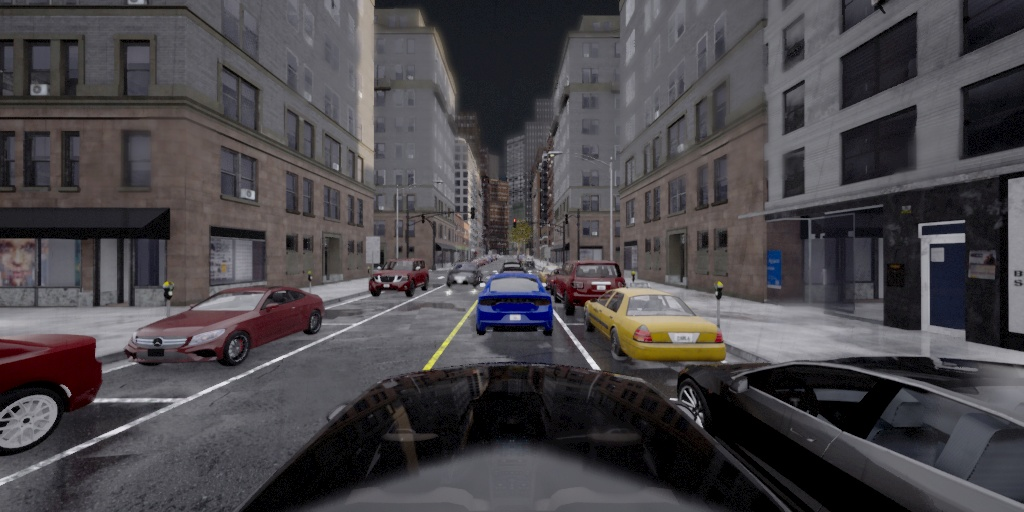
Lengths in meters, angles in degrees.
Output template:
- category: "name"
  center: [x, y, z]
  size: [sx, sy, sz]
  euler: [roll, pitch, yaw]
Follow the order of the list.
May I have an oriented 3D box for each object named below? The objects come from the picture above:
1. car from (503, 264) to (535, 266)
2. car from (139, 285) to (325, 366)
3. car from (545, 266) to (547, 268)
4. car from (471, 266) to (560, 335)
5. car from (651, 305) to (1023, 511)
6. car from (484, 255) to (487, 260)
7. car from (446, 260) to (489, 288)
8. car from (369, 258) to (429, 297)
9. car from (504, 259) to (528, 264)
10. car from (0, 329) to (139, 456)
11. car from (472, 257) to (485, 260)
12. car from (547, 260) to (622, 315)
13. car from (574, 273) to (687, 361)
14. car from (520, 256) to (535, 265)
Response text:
- category: "car"
  center: [0.077, 1.296, 18.071]
  size: [1.994, 1.385, 4.181]
  euler: [0, 0, 0]
- category: "car"
  center: [-5.769, 1.328, 7.905]
  size: [1.802, 1.307, 4.207]
  euler: [0, 0, 0]
- category: "car"
  center: [2.745, 1.312, 19.012]
  size: [1.802, 1.307, 4.207]
  euler: [0, 0, 0]
- category: "car"
  center: [0.042, 1.222, 10.495]
  size: [1.882, 1.535, 5.008]
  euler: [0, 0, -1]
- category: "car"
  center: [2.762, 1.316, 2.355]
  size: [1.948, 1.339, 4.313]
  euler: [0, 0, 0]
- category: "car"
  center: [-5.824, 0.988, 62.096]
  size: [1.967, 1.591, 4.097]
  euler: [0, 0, 0]
- category: "car"
  center: [-2.987, 1.212, 23.433]
  size: [2.128, 1.511, 4.902]
  euler: [0, 0, 1]
- category: "car"
  center: [-5.780, 1.045, 19.011]
  size: [2.192, 1.841, 5.009]
  euler: [0, 0, 0]
- category: "car"
  center: [0.022, 1.215, 26.984]
  size: [1.837, 1.490, 4.892]
  euler: [0, 0, 0]
- category: "car"
  center: [-5.763, 1.296, 2.353]
  size: [1.888, 1.381, 4.507]
  euler: [0, 0, 0]
- category: "car"
  center: [-5.818, 1.125, 56.671]
  size: [1.888, 1.381, 4.507]
  euler: [0, 0, 0]
- category: "car"
  center: [2.751, 1.055, 13.461]
  size: [2.192, 1.841, 5.009]
  euler: [0, 0, 0]
- category: "car"
  center: [2.756, 1.272, 8.077]
  size: [1.751, 1.417, 4.829]
  euler: [0, 0, 0]
- category: "car"
  center: [2.707, 1.130, 56.673]
  size: [2.007, 1.370, 4.403]
  euler: [0, 0, 0]
